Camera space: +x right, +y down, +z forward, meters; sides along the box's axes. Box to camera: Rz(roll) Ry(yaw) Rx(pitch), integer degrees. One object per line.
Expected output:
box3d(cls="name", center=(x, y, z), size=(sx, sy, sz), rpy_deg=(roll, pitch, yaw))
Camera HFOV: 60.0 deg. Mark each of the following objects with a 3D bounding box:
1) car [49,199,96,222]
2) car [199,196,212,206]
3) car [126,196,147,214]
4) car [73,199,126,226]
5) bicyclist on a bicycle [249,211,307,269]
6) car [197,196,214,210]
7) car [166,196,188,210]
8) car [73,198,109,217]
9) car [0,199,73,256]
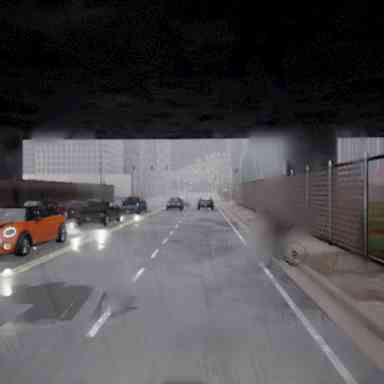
box3d(cls="car", center=(-9.486, 1.409, 26.821), size=(1.895, 1.301, 4.718), rpy_deg=(0, 4, 2))
box3d(cls="car", center=(1.982, 1.316, 49.422), size=(1.812, 1.442, 4.674), rpy_deg=(0, 0, 3))
box3d(cls="car", center=(-5.802, 1.211, 32.890), size=(2.097, 1.767, 4.553), rpy_deg=(0, 0, 3))
box3d(cls="car", center=(-6.232, 1.379, 22.794), size=(1.882, 1.535, 5.008), rpy_deg=(0, 0, 2))
box3d(cls="bicyclist on a bicycle", center=(2.368, 1.339, 9.411), size=(1.656, 1.620, 0.582), rpy_deg=(-6, 0, 2))
box3d(cls="car", center=(1.631, 1.322, 39.844), size=(2.128, 1.511, 4.902), rpy_deg=(0, 0, 2))
box3d(cls="car", center=(-1.918, 1.380, 39.256), size=(2.033, 1.411, 5.357), rpy_deg=(0, 0, 3))
box3d(cls="car", center=(-9.380, 1.415, 31.286), size=(1.812, 1.442, 4.674), rpy_deg=(0, 1, 3))
box3d(cls="car", center=(-6.634, 1.296, 12.758), size=(2.097, 1.767, 4.553), rpy_deg=(0, 0, 3))
